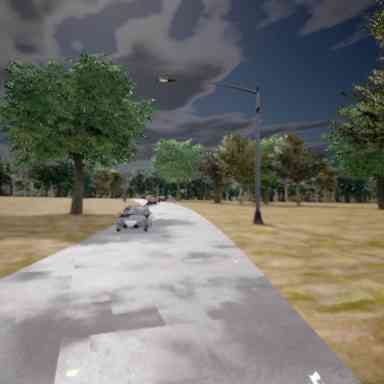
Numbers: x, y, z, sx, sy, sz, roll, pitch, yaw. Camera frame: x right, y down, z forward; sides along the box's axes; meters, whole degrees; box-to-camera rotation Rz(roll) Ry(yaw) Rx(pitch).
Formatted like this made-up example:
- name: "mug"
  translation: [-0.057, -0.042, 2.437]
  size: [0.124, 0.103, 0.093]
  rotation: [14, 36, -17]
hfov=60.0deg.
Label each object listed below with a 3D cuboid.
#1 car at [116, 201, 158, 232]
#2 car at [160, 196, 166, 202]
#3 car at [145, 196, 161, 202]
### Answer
- name: "car"
  translation: [-3.451, 1.572, 20.580]
  size: [2.128, 1.511, 4.902]
  rotation: [0, 0, -2]
- name: "car"
  translation: [-8.015, 1.844, 87.815]
  size: [1.882, 1.535, 5.008]
  rotation: [0, 0, -13]
- name: "car"
  translation: [-7.488, 1.876, 63.050]
  size: [1.895, 1.301, 4.718]
  rotation: [0, 0, -8]
